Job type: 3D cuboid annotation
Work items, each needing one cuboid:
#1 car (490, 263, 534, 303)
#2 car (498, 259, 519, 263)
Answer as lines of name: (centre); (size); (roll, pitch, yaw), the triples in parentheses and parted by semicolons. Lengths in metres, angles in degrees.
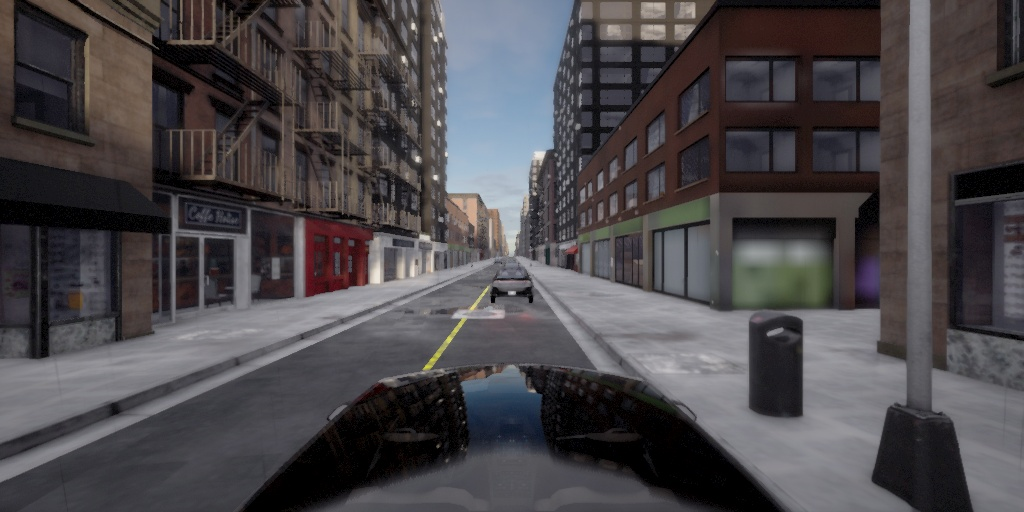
car: (0.000, 1.237, 16.499); (2.128, 1.511, 4.902); (0, 0, 0)
car: (0.000, 1.247, 31.499); (1.837, 1.490, 4.892); (0, 0, 0)
